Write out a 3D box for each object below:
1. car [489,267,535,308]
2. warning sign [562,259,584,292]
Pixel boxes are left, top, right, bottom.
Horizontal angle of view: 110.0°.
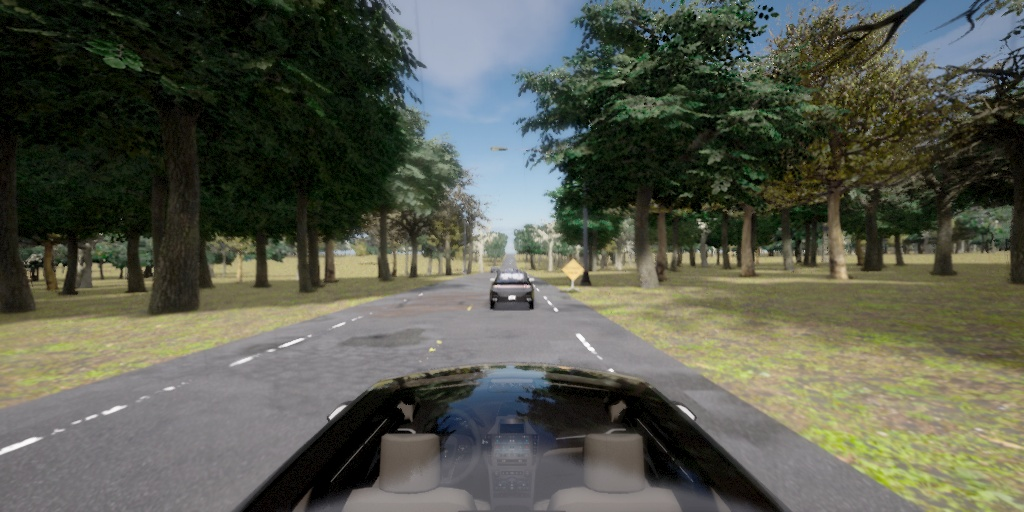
[{"bbox_3d":[0.006,1.411,16.145,2.128,1.511,4.902,0,-1,0],"label":"car"},{"bbox_3d":[3.551,1.099,20.949,1.300,1.860,1.060,0,0,0],"label":"warning sign"}]
